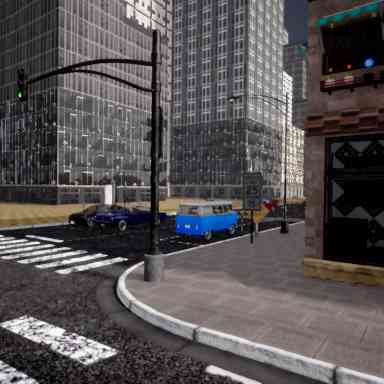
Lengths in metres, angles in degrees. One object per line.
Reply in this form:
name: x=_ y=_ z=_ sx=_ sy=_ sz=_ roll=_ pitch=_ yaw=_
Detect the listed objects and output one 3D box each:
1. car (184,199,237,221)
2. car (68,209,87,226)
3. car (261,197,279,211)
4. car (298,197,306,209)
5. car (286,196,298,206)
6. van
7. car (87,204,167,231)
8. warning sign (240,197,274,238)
car: x=1.646 y=1.414 z=28.070 sx=2.128 sy=1.511 sz=4.902 roll=1 pitch=1 yaw=35
car: x=-5.954 y=1.467 z=21.880 sx=1.947 sy=1.339 sz=4.313 roll=1 pitch=1 yaw=36
car: x=7.506 y=1.506 z=36.272 sx=1.895 sy=1.301 sz=4.718 roll=1 pitch=1 yaw=36
car: x=15.609 y=1.416 z=42.228 sx=1.882 sy=1.535 sz=5.008 roll=1 pitch=1 yaw=36
car: x=16.442 y=1.364 z=53.266 sx=1.752 sy=1.417 sz=4.829 roll=1 pitch=1 yaw=36
van: x=0.870 y=1.368 z=17.009 sx=1.690 sy=1.788 sz=3.998 roll=1 pitch=1 yaw=36
car: x=-3.744 y=1.541 z=20.520 sx=1.895 sy=1.301 sz=4.718 roll=1 pitch=1 yaw=36
warning sign: x=3.150 y=1.177 z=16.112 sx=1.300 sy=1.860 sz=1.060 roll=1 pitch=1 yaw=36
